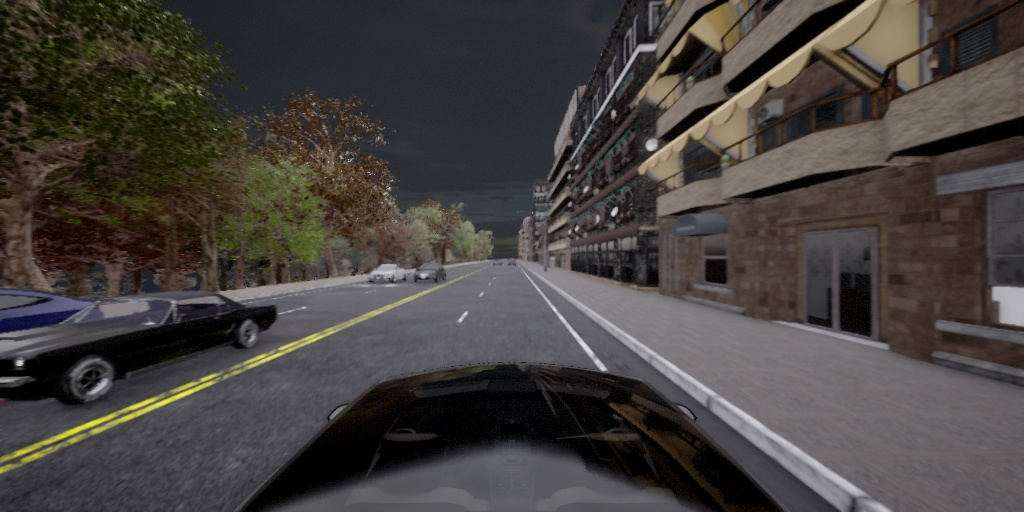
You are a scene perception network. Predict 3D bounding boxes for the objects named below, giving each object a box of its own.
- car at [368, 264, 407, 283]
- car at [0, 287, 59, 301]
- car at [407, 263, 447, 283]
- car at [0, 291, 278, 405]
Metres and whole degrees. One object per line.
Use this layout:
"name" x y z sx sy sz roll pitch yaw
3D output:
"car" -9.776 1.347 28.586 1.812 1.442 4.674 0 0 1
"car" -9.838 1.281 5.926 1.812 1.442 4.674 0 1 0
"car" -6.522 1.318 28.943 2.128 1.511 4.902 0 0 1
"car" -6.587 1.358 6.420 1.895 1.301 4.718 0 0 0
